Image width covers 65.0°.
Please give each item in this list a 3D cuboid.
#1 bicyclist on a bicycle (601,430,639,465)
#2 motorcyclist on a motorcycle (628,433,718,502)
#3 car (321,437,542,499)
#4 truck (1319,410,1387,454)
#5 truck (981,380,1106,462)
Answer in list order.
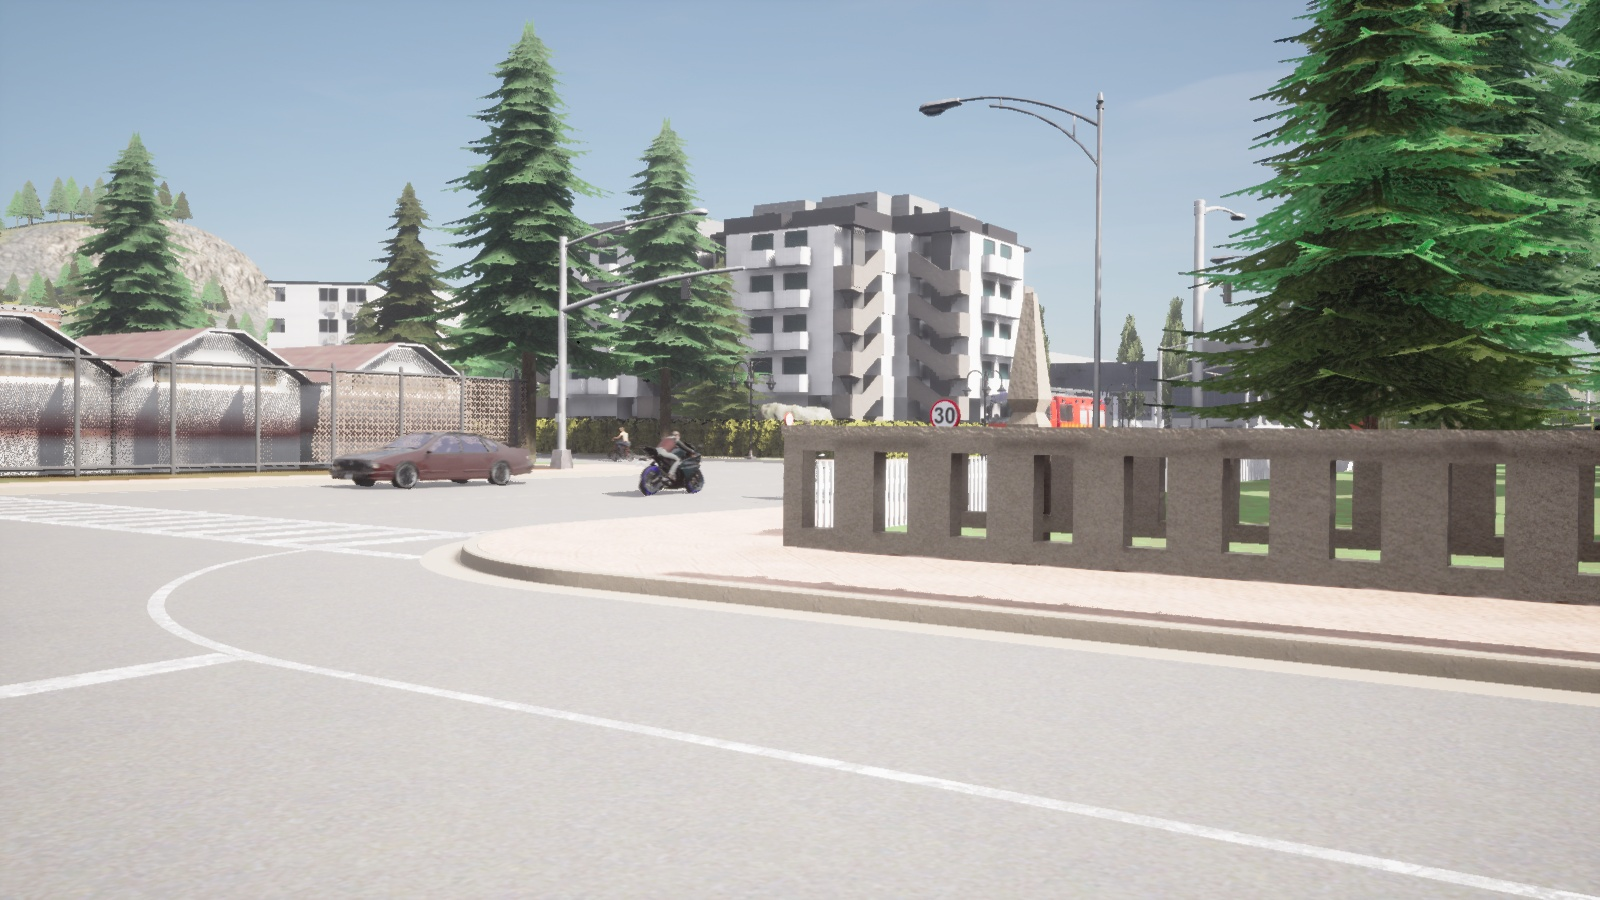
[{"bbox_3d":[-8.294,-0.114,57.917,1.509,1.612,0.866,0,1,34],"label":"bicyclist on a bicycle"},{"bbox_3d":[-2.950,0.382,29.434,0.866,1.530,2.191,0,1,35],"label":"motorcyclist on a motorcycle"},{"bbox_3d":[-9.380,0.405,32.466,2.033,1.411,5.357,0,1,35],"label":"car"},{"bbox_3d":[32.124,-1.046,72.823,2.627,2.467,5.204,0,1,35],"label":"truck"},{"bbox_3d":[12.350,-1.421,63.096,2.891,3.827,8.468,0,1,35],"label":"truck"}]
